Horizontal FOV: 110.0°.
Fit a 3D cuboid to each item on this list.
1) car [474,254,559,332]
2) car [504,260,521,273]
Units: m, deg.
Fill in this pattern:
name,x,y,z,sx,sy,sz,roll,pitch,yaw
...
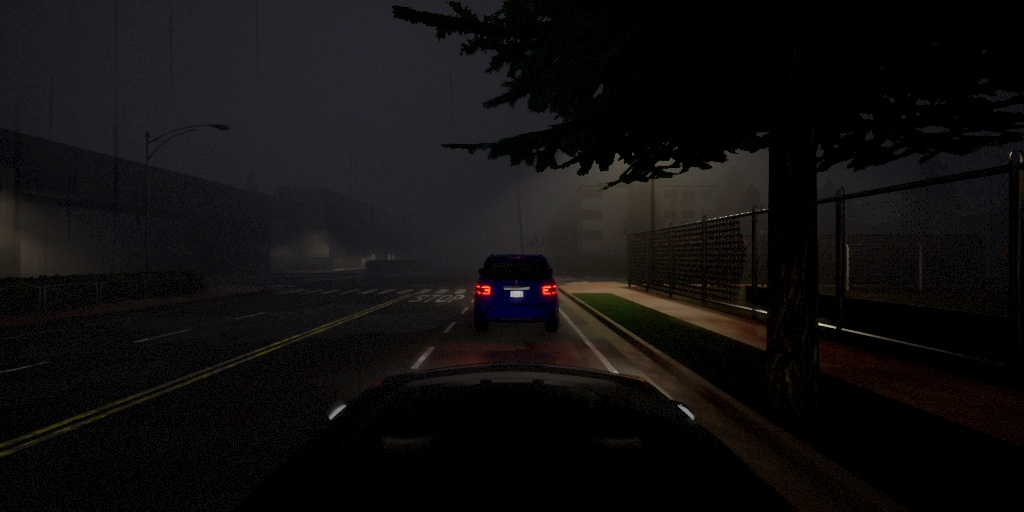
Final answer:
name,x,y,z,sx,sy,sz,roll,pitch,yaw
car,0.115,0.972,10.977,2.150,2.045,5.566,0,0,0
car,0.023,1.241,45.787,2.128,1.511,4.902,0,0,0
